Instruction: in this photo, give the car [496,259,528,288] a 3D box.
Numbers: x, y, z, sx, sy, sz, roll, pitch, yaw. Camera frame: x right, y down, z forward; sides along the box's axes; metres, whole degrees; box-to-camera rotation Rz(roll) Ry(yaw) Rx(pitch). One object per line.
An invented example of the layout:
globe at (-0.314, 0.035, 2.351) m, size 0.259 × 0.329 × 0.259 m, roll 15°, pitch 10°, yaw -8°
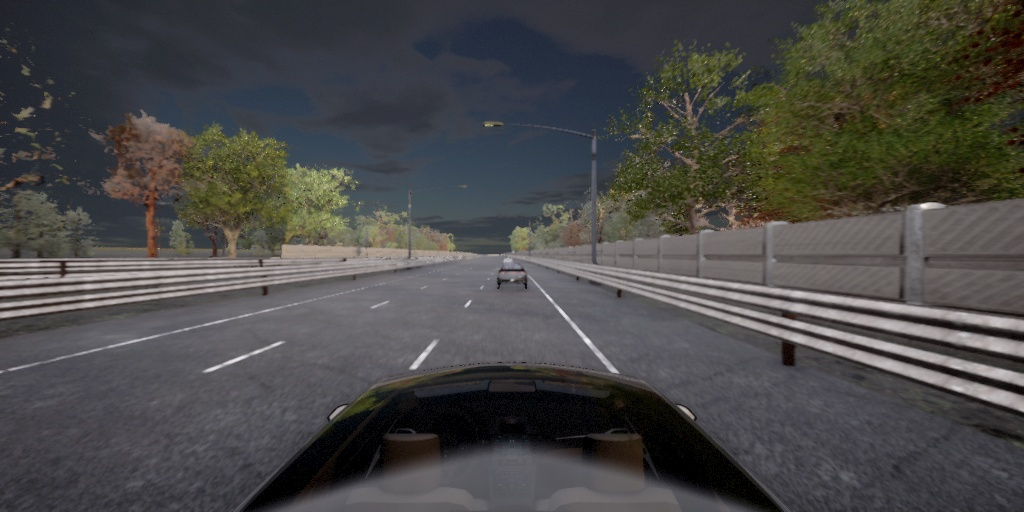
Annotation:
car at (0.005, 1.145, 22.542) m, size 2.128 × 1.511 × 4.902 m, roll 0°, pitch 0°, yaw 0°
